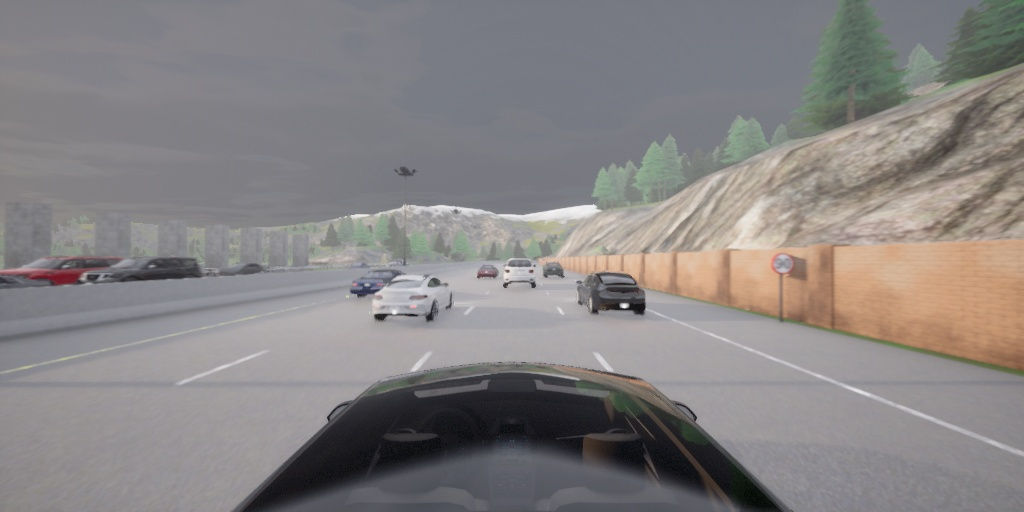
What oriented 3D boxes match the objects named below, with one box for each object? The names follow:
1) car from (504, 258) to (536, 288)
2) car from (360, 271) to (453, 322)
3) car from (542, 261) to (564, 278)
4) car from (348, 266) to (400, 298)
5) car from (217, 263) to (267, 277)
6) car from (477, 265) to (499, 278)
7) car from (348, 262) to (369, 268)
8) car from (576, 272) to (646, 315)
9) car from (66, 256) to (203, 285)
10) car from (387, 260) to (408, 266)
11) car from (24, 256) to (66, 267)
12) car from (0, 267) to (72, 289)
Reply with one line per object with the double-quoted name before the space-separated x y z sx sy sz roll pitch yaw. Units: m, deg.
"car" 0.589 1.193 26.450 2.150 2.045 5.566 0 0 2
"car" -3.296 1.358 12.518 1.812 1.442 4.674 0 0 1
"car" 4.487 1.454 39.918 2.097 1.767 4.553 0 -1 1
"car" -6.676 1.426 19.236 2.033 1.411 5.357 0 0 2
"car" -27.269 1.452 36.396 1.837 1.490 4.892 0 0 2
"car" -2.547 1.627 38.479 1.994 1.385 4.181 0 0 1
"car" -23.380 1.665 54.895 1.812 1.442 4.674 0 0 1
"car" 3.741 1.380 14.174 1.837 1.490 4.892 0 0 1
"car" -20.803 1.058 20.509 2.150 2.045 5.566 0 -1 2
"car" -16.447 1.676 51.957 2.033 1.411 5.357 0 -1 1
"car" -24.328 1.037 19.547 2.150 2.045 5.566 0 -1 2
"car" -17.512 1.255 10.863 2.128 1.511 4.902 0 0 1
